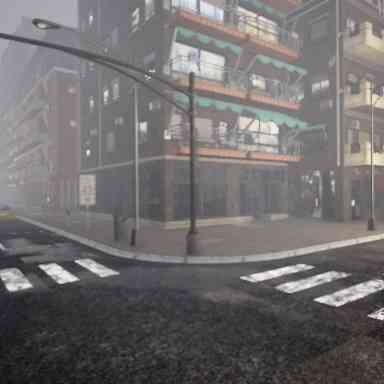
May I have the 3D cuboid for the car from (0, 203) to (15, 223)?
[{"bbox_3d":[-14.394,1.535,24.906,1.752,1.417,4.829,0,0,-36],"label":"car"}]
